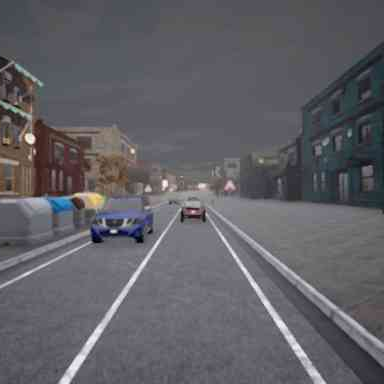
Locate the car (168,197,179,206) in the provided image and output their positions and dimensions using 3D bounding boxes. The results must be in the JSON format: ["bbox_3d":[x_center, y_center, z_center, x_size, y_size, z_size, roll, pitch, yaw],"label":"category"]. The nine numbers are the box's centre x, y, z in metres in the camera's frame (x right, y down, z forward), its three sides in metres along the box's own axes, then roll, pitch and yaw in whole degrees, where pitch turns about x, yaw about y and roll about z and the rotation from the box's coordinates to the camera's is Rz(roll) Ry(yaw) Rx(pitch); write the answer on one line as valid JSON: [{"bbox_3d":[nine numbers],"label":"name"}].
[{"bbox_3d":[-3.060,1.543,56.812,2.033,1.411,5.357,0,0,1],"label":"car"}]

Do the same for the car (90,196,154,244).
[{"bbox_3d":[-3.103,1.205,15.947,2.150,2.045,5.566,0,0,0],"label":"car"}]

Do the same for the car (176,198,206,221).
[{"bbox_3d":[0.094,1.498,26.710,2.163,1.488,4.792,0,0,0],"label":"car"}]
